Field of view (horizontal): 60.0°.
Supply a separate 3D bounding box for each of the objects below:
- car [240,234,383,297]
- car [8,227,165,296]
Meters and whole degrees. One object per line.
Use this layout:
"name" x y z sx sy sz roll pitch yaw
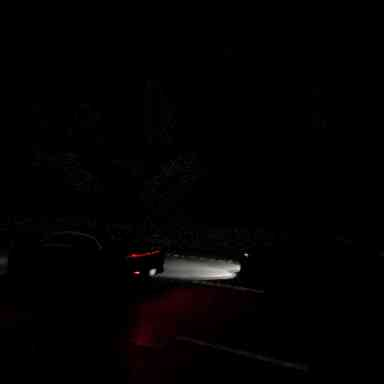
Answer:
"car" 3.526 1.904 9.588 4.181 1.385 1.994 0 -2 29
"car" -3.054 1.728 9.281 4.902 1.511 2.128 0 -2 29
